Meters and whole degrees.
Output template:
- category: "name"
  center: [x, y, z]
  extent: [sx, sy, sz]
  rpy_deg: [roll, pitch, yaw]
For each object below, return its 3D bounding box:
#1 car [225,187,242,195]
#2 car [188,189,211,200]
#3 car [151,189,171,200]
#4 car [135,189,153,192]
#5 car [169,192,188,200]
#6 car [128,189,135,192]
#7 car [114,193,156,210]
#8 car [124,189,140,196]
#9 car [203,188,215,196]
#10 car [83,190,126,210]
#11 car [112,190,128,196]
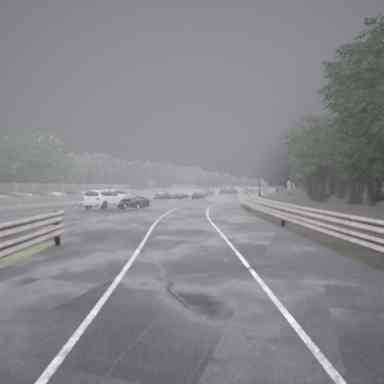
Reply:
- category: "car"
  center: [11.175, -0.260, 89.362]
  extent: [2.150, 2.045, 5.566]
  rpy_deg: [0, 1, 18]
- category: "car"
  center: [1.334, 0.637, 58.416]
  extent: [1.837, 1.490, 4.892]
  rpy_deg: [0, 1, 18]
- category: "car"
  center: [-5.338, 0.667, 60.538]
  extent: [1.812, 1.442, 4.674]
  rpy_deg: [0, 1, 18]
- category: "car"
  center: [-12.162, 0.348, 85.268]
  extent: [1.895, 1.301, 4.718]
  rpy_deg: [0, 1, 18]
- category: "car"
  center: [-1.993, 0.737, 59.501]
  extent: [1.895, 1.301, 4.718]
  rpy_deg: [0, 1, 18]
- category: "car"
  center: [-10.324, 0.675, 44.859]
  extent: [2.150, 2.045, 5.566]
  rpy_deg: [0, 1, 18]
- category: "car"
  center: [-5.935, 1.091, 35.562]
  extent: [1.837, 1.490, 4.892]
  rpy_deg: [0, 1, 18]
- category: "car"
  center: [-15.481, 0.112, 86.382]
  extent: [2.097, 1.767, 4.553]
  rpy_deg: [0, 1, 18]
- category: "car"
  center: [4.031, 0.353, 78.445]
  extent: [1.895, 1.301, 4.718]
  rpy_deg: [0, 1, 18]
- category: "car"
  center: [-9.489, 0.826, 35.941]
  extent: [2.150, 2.045, 5.566]
  rpy_deg: [0, 1, 18]
- category: "car"
  center: [-18.917, 0.246, 87.127]
  extent: [1.882, 1.535, 5.008]
  rpy_deg: [0, 1, 18]
